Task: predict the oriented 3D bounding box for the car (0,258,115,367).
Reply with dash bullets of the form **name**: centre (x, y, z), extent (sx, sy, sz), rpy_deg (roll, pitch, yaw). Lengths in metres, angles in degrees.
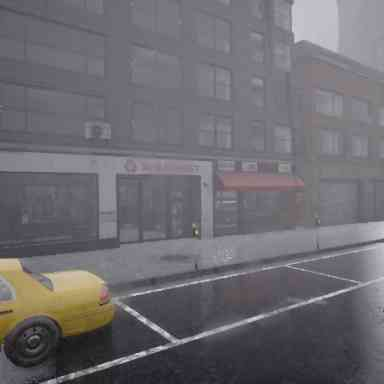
- **car**: centre (-3.456, 1.525, 4.197), extent (4.829, 1.417, 1.752), rpy_deg (0, -1, -35)
